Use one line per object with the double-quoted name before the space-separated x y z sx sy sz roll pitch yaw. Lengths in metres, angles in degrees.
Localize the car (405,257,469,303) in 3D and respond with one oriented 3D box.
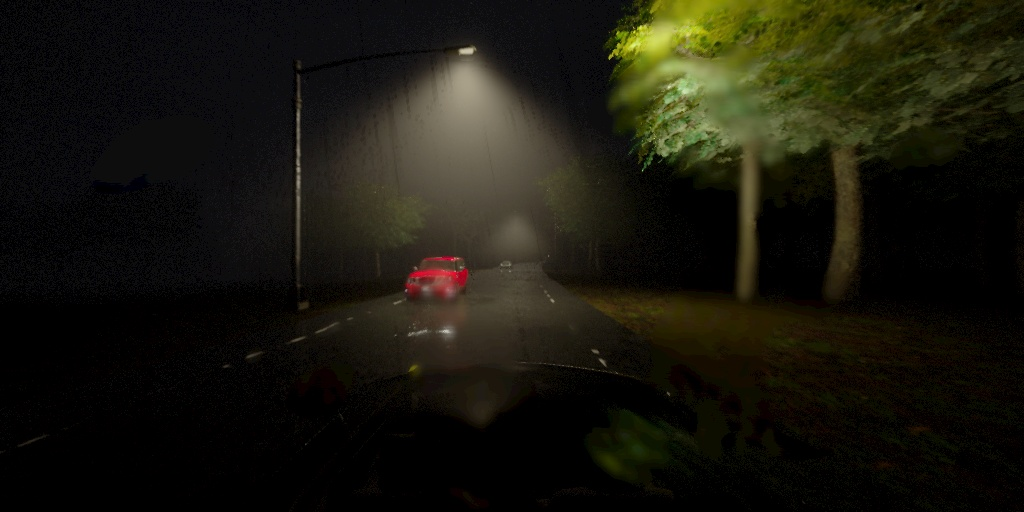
"car" -3.448 1.069 17.601 2.150 2.045 5.566 0 -1 1
